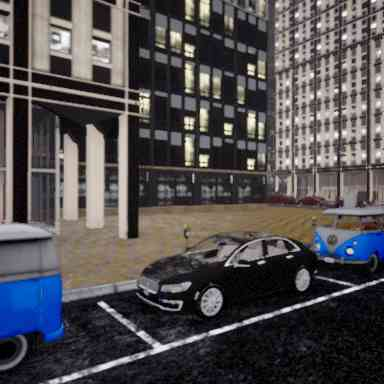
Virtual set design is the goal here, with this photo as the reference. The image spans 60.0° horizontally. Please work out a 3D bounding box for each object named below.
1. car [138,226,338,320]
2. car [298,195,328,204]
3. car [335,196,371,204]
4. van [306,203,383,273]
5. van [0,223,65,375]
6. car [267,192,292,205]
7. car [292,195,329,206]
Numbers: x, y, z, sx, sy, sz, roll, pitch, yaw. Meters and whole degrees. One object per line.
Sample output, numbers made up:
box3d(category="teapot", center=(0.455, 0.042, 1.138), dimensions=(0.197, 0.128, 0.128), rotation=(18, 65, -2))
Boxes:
box3d(category="car", center=(0.962, 1.572, 7.252), dimensions=(4.403, 1.369, 2.008), rotation=(0, 0, -36))
box3d(category="car", center=(19.379, 1.197, 53.227), dimensions=(1.802, 1.307, 4.206), rotation=(2, 0, -36))
box3d(category="car", center=(19.122, 1.245, 39.233), dimensions=(1.967, 1.590, 4.097), rotation=(2, 0, -36))
box3d(category="van", center=(5.556, 1.388, 10.540), dimensions=(3.998, 1.788, 1.690), rotation=(0, 0, -36))
box3d(category="van", center=(-3.631, 1.338, 3.966), dimensions=(3.998, 1.788, 1.690), rotation=(0, 0, -36))
box3d(category="car", center=(12.619, 0.904, 48.285), dimensions=(2.192, 1.841, 5.009), rotation=(2, 0, -36))
box3d(category="car", center=(15.864, 1.279, 43.759), dimensions=(1.802, 1.307, 4.206), rotation=(2, 0, -36))
